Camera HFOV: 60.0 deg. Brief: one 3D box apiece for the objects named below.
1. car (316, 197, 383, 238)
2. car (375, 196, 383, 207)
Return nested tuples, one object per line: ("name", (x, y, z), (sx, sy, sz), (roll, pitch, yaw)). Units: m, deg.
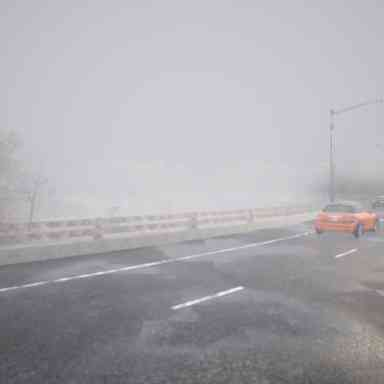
("car", (8.433, 1.340, 17.908), (2.097, 1.767, 4.553), (0, 0, 42))
("car", (25.566, 1.325, 45.113), (2.097, 1.767, 4.553), (0, 0, 24))
